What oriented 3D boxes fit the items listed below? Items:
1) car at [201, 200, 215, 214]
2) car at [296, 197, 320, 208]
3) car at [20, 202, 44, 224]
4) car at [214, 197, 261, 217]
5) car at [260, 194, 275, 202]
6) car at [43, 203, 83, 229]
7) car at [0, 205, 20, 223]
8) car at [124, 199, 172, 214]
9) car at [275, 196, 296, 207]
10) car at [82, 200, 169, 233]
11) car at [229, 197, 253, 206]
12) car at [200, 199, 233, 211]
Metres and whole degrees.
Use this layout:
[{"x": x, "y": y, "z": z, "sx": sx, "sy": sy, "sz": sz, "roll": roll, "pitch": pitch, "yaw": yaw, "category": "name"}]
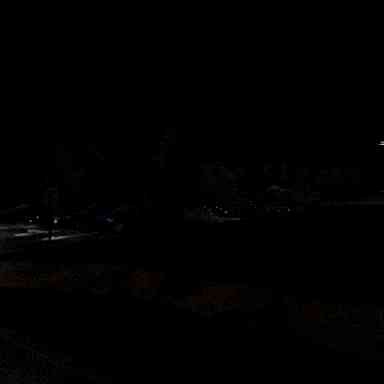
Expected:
[{"x": 3.132, "y": 1.609, "z": 35.506, "sx": 1.895, "sy": 1.301, "sz": 4.718, "roll": 0, "pitch": 0, "yaw": 36, "category": "car"}, {"x": 17.413, "y": 1.484, "z": 49.022, "sx": 1.882, "sy": 1.535, "sz": 5.008, "roll": 0, "pitch": 0, "yaw": 36, "category": "car"}, {"x": -9.261, "y": 1.557, "z": 24.436, "sx": 2.033, "sy": 1.411, "sz": 5.357, "roll": 0, "pitch": 0, "yaw": 36, "category": "car"}, {"x": 4.401, "y": 1.510, "z": 31.303, "sx": 1.837, "sy": 1.490, "sz": 4.892, "roll": 0, "pitch": 0, "yaw": 36, "category": "car"}, {"x": 12.308, "y": 1.124, "z": 53.885, "sx": 1.837, "sy": 1.490, "sz": 4.892, "roll": 0, "pitch": 0, "yaw": 36, "category": "car"}, {"x": -6.741, "y": 1.499, "z": 21.951, "sx": 2.128, "sy": 1.511, "sz": 4.902, "roll": 0, "pitch": 0, "yaw": 36, "category": "car"}, {"x": -12.629, "y": 1.537, "z": 25.756, "sx": 1.812, "sy": 1.442, "sz": 4.674, "roll": 0, "pitch": 0, "yaw": 36, "category": "car"}, {"x": -4.744, "y": 1.558, "z": 36.585, "sx": 2.033, "sy": 1.411, "sz": 5.357, "roll": 0, "pitch": 0, "yaw": 36, "category": "car"}, {"x": 15.122, "y": 1.542, "z": 51.803, "sx": 1.837, "sy": 1.490, "sz": 4.892, "roll": 0, "pitch": 0, "yaw": 36, "category": "car"}, {"x": -3.776, "y": 1.484, "z": 20.077, "sx": 1.882, "sy": 1.535, "sz": 5.008, "roll": 0, "pitch": 0, "yaw": 36, "category": "car"}, {"x": 8.060, "y": 1.536, "z": 54.041, "sx": 1.812, "sy": 1.442, "sz": 4.674, "roll": 0, "pitch": 0, "yaw": 37, "category": "car"}, {"x": 3.091, "y": 1.610, "z": 41.386, "sx": 1.895, "sy": 1.301, "sz": 4.718, "roll": 0, "pitch": 0, "yaw": 36, "category": "car"}]
